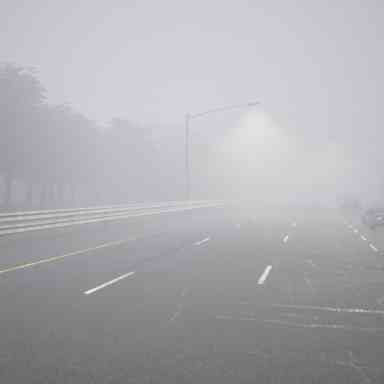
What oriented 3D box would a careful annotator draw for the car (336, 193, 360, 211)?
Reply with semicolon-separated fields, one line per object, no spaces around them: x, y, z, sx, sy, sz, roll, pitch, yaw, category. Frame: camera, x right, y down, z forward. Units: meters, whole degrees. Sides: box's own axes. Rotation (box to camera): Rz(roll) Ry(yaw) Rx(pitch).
18.644;1.340;39.299;2.097;1.767;4.553;0;0;20;car

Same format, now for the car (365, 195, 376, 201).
44.361;1.444;81.852;5.008;1.535;1.882;0;0;-42;car

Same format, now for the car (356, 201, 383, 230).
11.783;1.542;20.532;2.033;1.411;5.357;0;0;20;car
